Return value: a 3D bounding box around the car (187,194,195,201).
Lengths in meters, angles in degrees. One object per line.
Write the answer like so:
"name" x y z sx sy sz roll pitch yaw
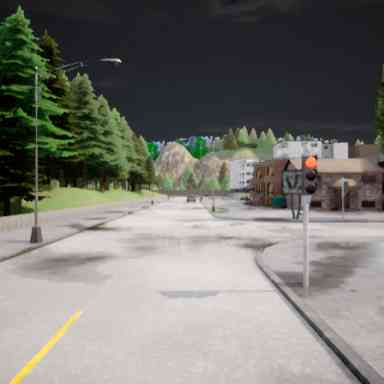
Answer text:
"car" -0.170 1.303 78.253 1.837 1.490 4.892 0 0 0

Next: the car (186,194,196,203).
"car" -0.148 1.466 67.833 2.128 1.511 4.902 0 0 0
